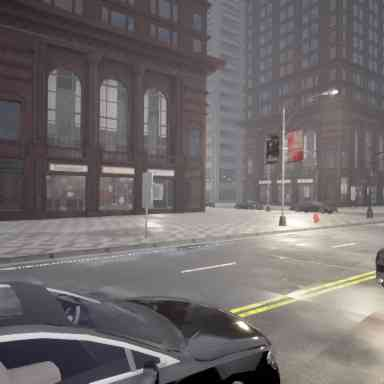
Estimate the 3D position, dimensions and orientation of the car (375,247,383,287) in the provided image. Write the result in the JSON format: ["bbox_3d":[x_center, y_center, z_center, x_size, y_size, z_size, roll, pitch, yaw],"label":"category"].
[{"bbox_3d":[6.218,1.516,7.868,4.892,1.490,1.837,0,0,-35],"label":"car"}]

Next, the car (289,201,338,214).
[{"bbox_3d":[13.467,1.725,37.182,2.033,1.411,5.357,1,-1,-35],"label":"car"}]

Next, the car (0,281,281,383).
[{"bbox_3d":[-1.396,1.492,2.444,4.902,1.511,2.128,0,0,-36],"label":"car"}]

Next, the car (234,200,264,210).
[{"bbox_3d":[7.709,1.787,45.283,1.994,1.385,4.181,1,-1,-35],"label":"car"}]

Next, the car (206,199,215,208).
[{"bbox_3d":[1.679,1.749,53.774,1.882,1.535,5.008,1,-1,-35],"label":"car"}]
